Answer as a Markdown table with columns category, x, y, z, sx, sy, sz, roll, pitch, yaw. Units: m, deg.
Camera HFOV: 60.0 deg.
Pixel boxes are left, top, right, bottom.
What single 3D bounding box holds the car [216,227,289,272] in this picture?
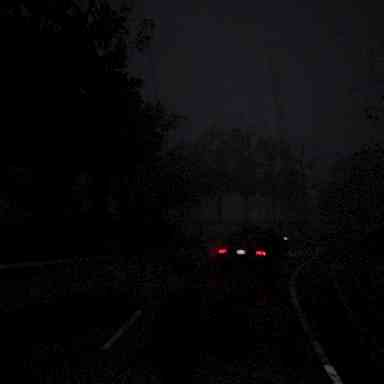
| category | x | y | z | sx | sy | sz | roll | pitch | yaw |
| --- | --- | --- | --- | --- | --- | --- | --- | --- | --- |
| car | 2.502 | 2.056 | 12.773 | 2.033 | 1.411 | 5.357 | -1 | -3 | 22 |

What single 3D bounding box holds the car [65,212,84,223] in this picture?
| category | x | y | z | sx | sy | sz | roll | pitch | yaw |
| --- | --- | --- | --- | --- | --- | --- | --- | --- | --- |
| car | -16.073 | 3.528 | 45.198 | 4.892 | 1.490 | 1.837 | 0 | -4 | 2 |
